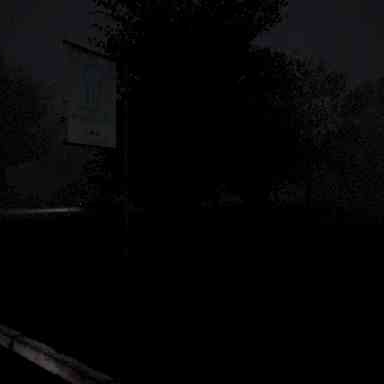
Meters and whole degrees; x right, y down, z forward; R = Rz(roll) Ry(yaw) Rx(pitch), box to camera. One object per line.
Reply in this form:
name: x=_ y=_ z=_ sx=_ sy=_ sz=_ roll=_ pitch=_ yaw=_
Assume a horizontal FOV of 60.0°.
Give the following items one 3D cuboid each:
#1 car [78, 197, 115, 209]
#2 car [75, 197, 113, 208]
car: x=-12.423 y=1.577 z=43.844 sx=1.895 sy=1.301 sz=4.718 roll=0 pitch=0 yaw=38
car: x=-13.947 y=1.462 z=47.589 sx=2.128 sy=1.511 sz=4.902 roll=0 pitch=0 yaw=38
